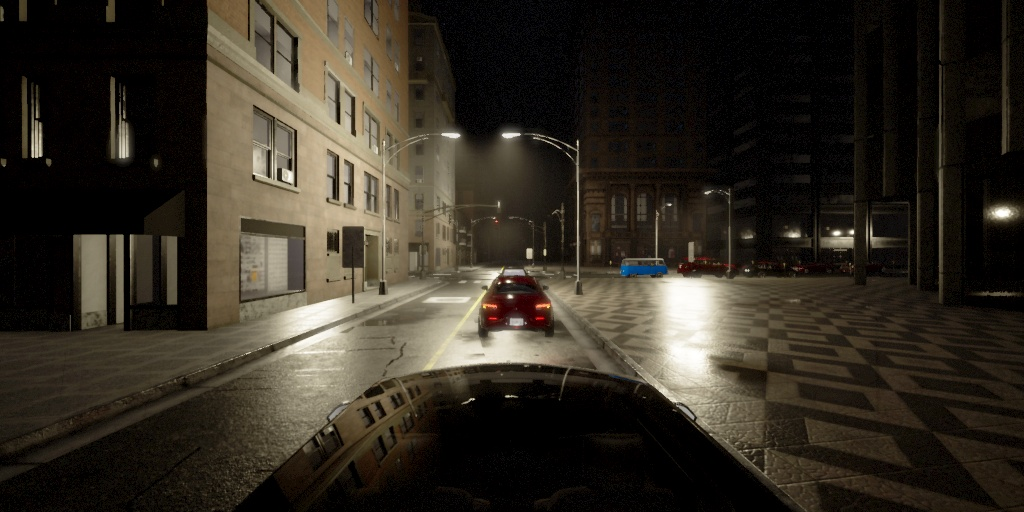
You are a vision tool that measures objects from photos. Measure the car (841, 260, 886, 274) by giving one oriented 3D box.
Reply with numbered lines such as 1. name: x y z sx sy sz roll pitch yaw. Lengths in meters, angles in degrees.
1. car: 39.848 1.185 40.851 4.097 1.591 1.967 0 0 -1

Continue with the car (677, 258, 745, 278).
1. car: 17.390 1.078 31.998 5.009 1.841 2.192 0 0 -1

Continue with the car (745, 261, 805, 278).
1. car: 23.030 1.326 32.080 4.313 1.339 1.948 0 0 -1

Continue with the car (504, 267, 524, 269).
1. car: 0.114 1.303 19.977 1.994 1.385 4.181 0 0 0

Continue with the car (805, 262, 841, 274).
1. car: 34.209 1.331 40.769 4.207 1.307 1.802 0 0 -1

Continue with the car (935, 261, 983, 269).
1. car: 39.947 1.190 32.326 4.097 1.591 1.967 0 0 -1

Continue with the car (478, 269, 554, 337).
1. car: 0.097 1.271 10.105 1.812 1.442 4.674 0 0 0

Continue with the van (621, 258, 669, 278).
1. van: 11.749 1.105 31.916 3.998 1.789 1.690 0 0 -1
